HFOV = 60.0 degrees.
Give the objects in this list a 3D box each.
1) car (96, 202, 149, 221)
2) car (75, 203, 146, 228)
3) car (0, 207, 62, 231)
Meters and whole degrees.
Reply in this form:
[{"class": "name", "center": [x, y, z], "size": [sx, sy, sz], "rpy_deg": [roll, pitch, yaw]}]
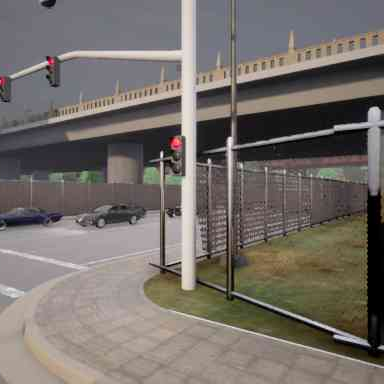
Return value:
[{"class": "car", "center": [-5.867, 1.619, 28.517], "size": [1.994, 1.385, 4.181], "rpy_deg": [0, 0, 36]}, {"class": "car", "center": [-5.630, 1.560, 22.794], "size": [1.837, 1.490, 4.892], "rpy_deg": [0, 0, 35]}, {"class": "car", "center": [-10.991, 1.656, 21.344], "size": [1.895, 1.301, 4.718], "rpy_deg": [0, 0, 37]}]
